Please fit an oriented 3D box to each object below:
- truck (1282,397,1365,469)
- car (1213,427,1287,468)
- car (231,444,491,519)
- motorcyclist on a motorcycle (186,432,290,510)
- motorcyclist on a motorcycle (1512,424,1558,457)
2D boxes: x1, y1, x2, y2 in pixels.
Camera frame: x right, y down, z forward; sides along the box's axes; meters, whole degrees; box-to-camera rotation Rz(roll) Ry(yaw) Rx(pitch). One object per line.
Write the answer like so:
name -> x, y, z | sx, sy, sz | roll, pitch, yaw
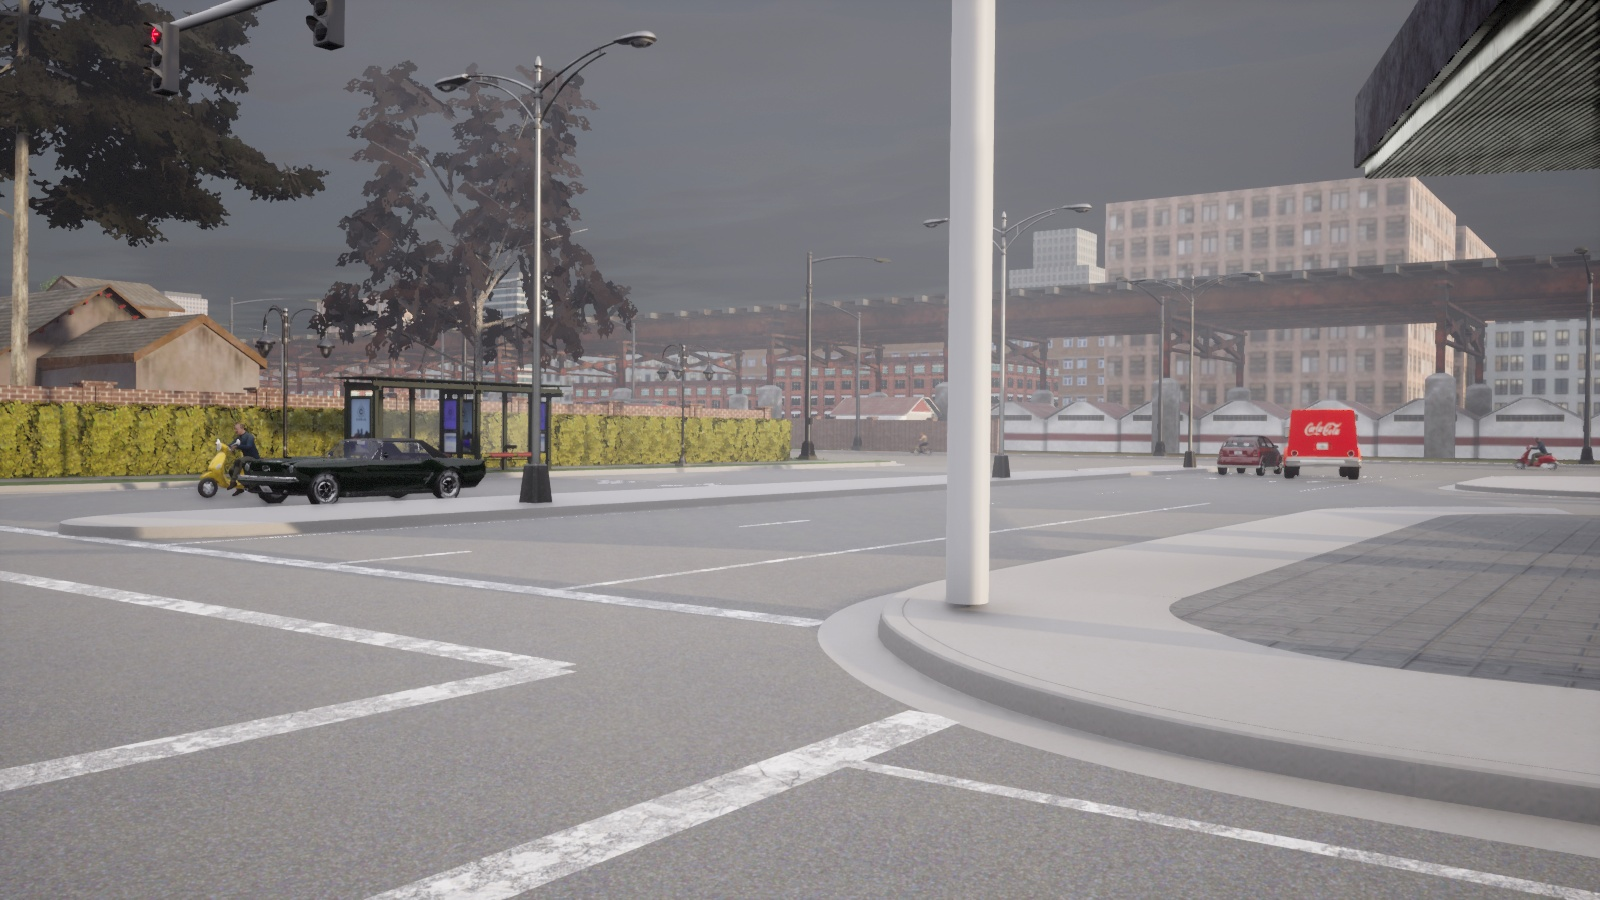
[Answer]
truck -> 19.194, -0.576, 46.302 | 2.627, 2.467, 5.204 | -1, 0, 21
car -> 17.607, -0.119, 49.045 | 1.789, 1.549, 3.705 | 0, 1, 35
car -> -8.724, 0.564, 25.371 | 1.895, 1.301, 4.718 | 0, 1, 35
motorcyclist on a motorcycle -> -11.985, 0.427, 26.842 | 0.866, 1.590, 1.817 | 0, 1, 35
motorcyclist on a motorcycle -> 35.070, -0.451, 59.901 | 1.817, 1.590, 0.866 | 0, 1, 35
